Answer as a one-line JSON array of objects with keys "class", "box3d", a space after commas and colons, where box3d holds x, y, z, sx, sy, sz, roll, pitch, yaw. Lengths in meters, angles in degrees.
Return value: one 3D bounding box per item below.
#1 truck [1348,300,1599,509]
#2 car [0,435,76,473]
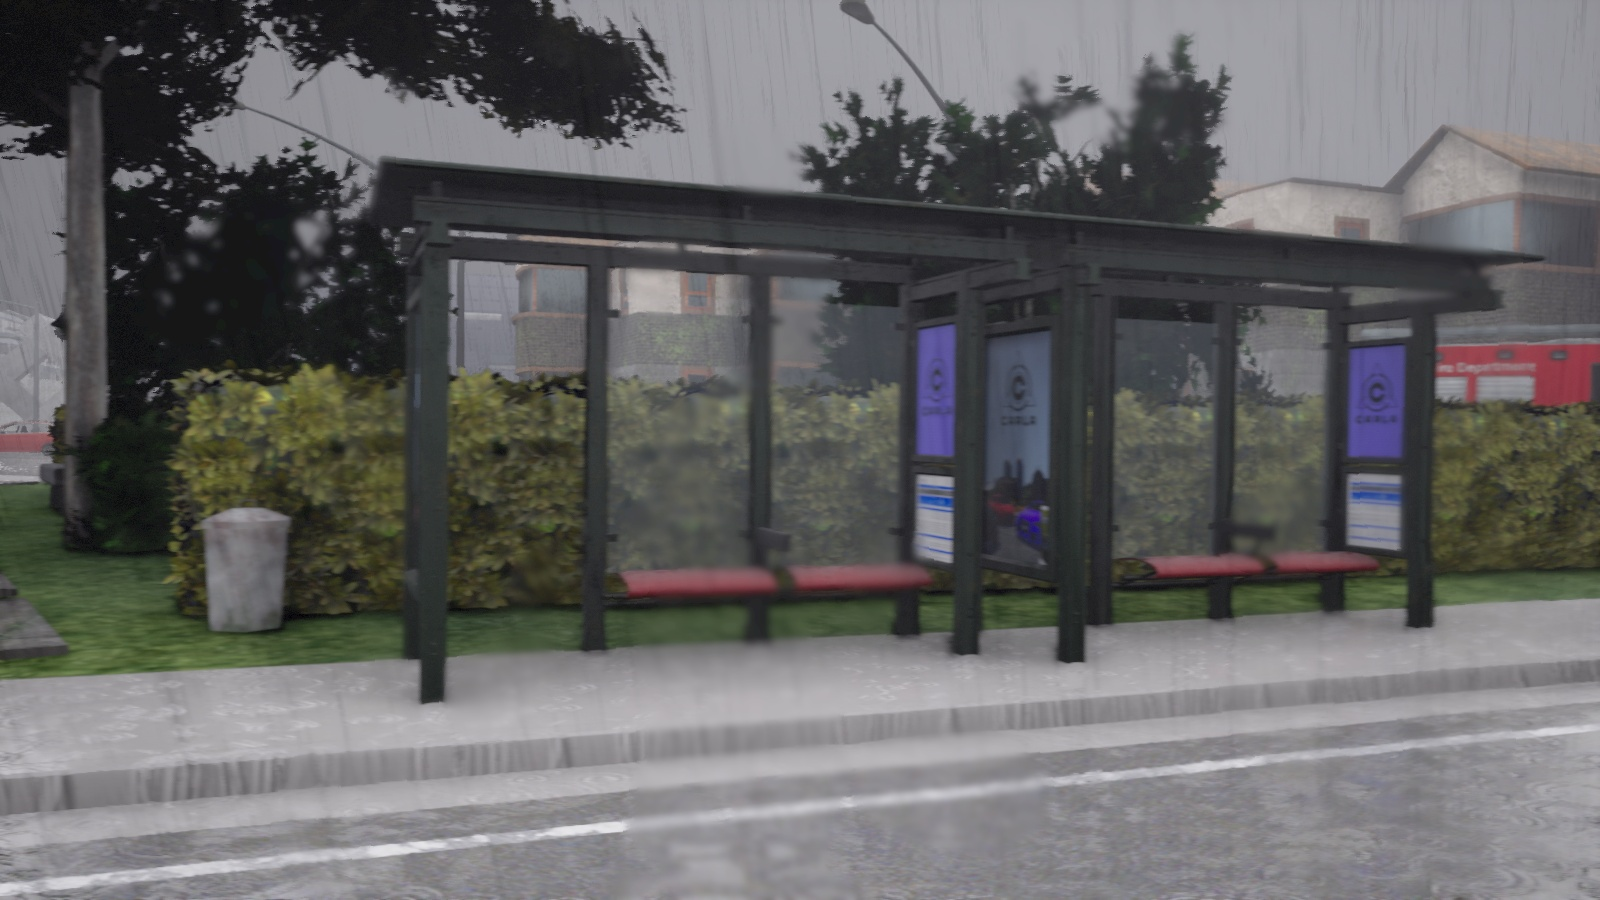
[{"class": "truck", "box3d": [15.271, -0.854, 24.331, 8.468, 3.827, 2.891, 0, 1, 24]}, {"class": "car", "box3d": [-36.171, 0.189, 57.970, 4.611, 1.667, 2.242, -1, 1, -26]}]
